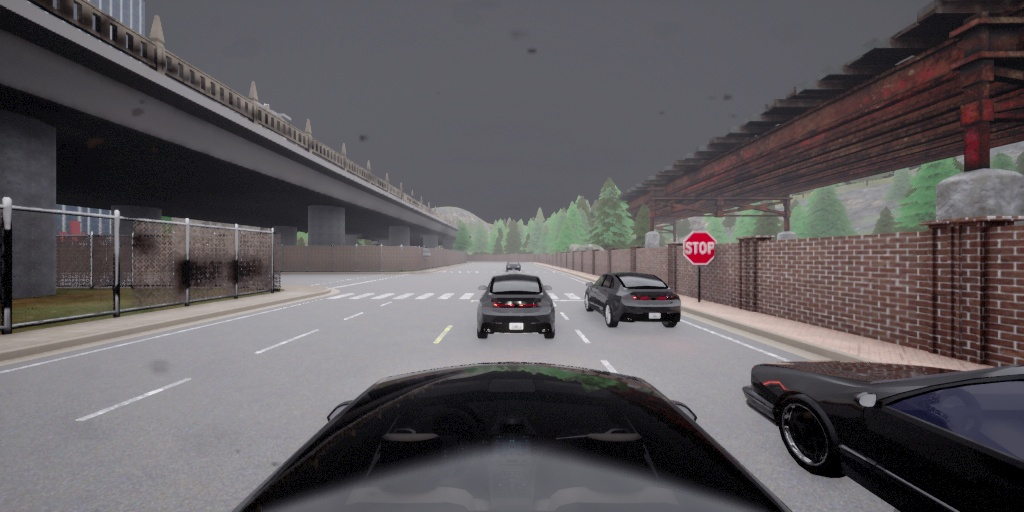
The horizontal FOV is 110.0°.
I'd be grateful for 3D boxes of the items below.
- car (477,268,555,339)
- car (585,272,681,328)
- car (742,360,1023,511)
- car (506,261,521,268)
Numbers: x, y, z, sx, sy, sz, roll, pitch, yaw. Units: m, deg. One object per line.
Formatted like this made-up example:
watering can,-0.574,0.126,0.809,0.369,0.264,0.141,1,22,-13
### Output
car,0.095,1.255,10.073,1.837,1.490,4.892,0,0,0
car,3.596,1.255,11.433,1.837,1.490,4.892,0,0,0
car,3.600,1.297,1.687,2.033,1.411,5.357,0,0,0
car,0.164,1.351,46.352,1.895,1.301,4.718,0,0,-1
